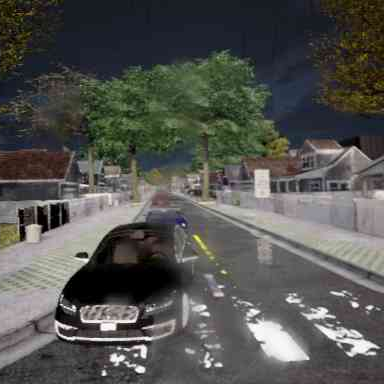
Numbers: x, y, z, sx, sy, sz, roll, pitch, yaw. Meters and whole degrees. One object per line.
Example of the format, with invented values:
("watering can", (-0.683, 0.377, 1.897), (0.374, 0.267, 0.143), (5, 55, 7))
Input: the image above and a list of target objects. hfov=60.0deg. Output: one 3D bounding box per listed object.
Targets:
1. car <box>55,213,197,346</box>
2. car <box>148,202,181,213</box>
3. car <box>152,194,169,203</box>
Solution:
("car", (-0.964, 1.418, 6.620), (1.837, 1.490, 4.892), (-1, 1, 2))
("car", (-1.278, 1.392, 15.330), (1.895, 1.301, 4.718), (-1, 1, -6))
("car", (-3.817, 0.965, 40.211), (1.882, 1.535, 5.008), (-1, 0, -6))
